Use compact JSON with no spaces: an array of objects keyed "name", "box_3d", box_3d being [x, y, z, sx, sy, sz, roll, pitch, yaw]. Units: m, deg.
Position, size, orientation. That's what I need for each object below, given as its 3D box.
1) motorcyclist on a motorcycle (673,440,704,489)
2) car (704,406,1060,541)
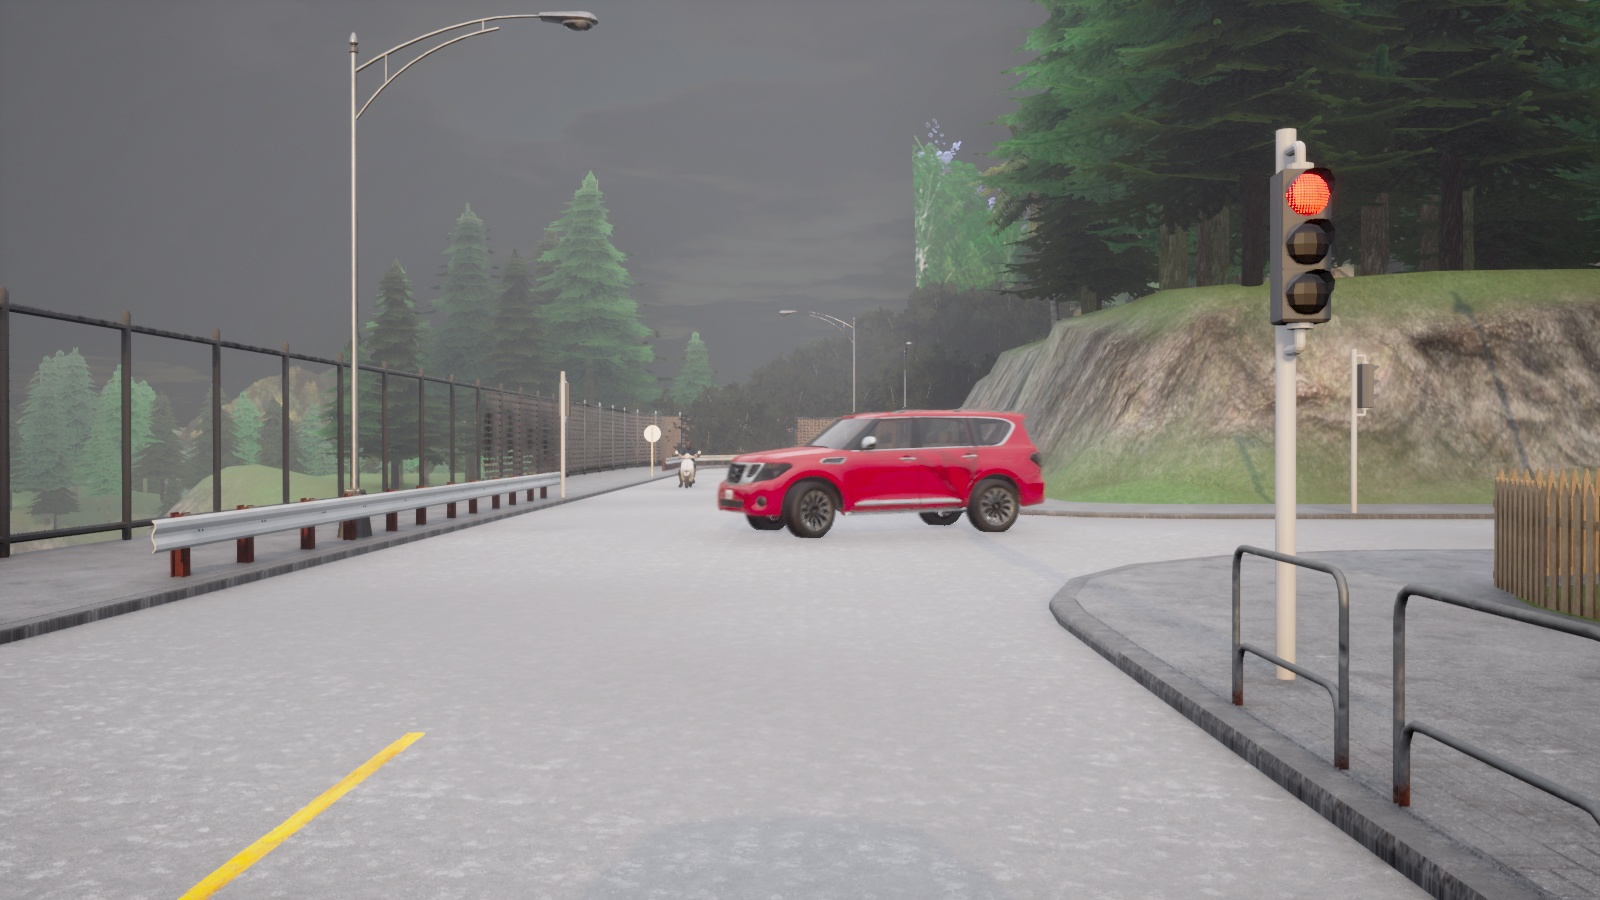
[{"name":"motorcyclist on a motorcycle","box_3d":[-3.707,0.461,41.817,0.866,1.590,1.817,0,0,0]},{"name":"car","box_3d":[1.382,0.348,21.012,5.566,2.045,2.150,0,0,-23]}]
